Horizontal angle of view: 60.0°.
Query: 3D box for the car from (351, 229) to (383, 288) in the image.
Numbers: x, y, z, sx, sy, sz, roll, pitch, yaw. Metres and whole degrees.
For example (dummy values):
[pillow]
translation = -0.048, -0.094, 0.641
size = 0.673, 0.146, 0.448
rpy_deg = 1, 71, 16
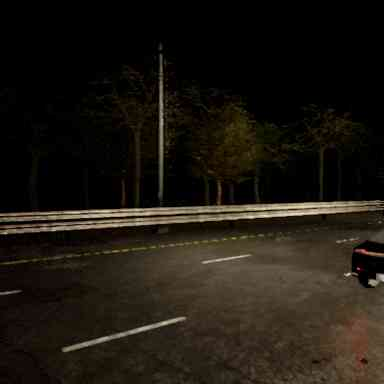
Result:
[car]
translation = 5.779, 1.486, 7.990
size = 4.902, 1.511, 2.128
rpy_deg = 0, 0, -35
